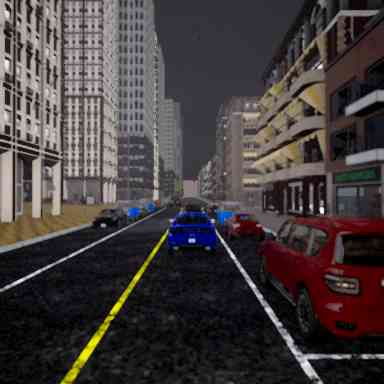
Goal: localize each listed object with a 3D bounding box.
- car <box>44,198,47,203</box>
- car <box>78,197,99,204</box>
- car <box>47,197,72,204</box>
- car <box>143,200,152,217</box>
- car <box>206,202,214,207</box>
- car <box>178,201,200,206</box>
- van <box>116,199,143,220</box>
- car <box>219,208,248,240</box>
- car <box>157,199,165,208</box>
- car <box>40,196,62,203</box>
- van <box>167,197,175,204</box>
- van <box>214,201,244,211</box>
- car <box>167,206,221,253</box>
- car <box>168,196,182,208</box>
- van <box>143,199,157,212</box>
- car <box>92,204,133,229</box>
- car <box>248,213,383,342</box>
[{"bbox_3d":[-32.265,1.389,68.168,5.009,1.841,2.192,1,-2,0],"label":"car"},{"bbox_3d":[-21.119,1.729,68.185,4.097,1.590,1.967,1,-2,0],"label":"car"},{"bbox_3d":[-26.696,1.763,68.170,4.206,1.307,1.802,1,-2,0],"label":"car"},{"bbox_3d":[-5.684,1.881,34.802,2.008,1.369,4.403,0,-1,0],"label":"car"},{"bbox_3d":[2.697,1.937,40.449,2.008,1.369,4.403,0,-1,0],"label":"car"},{"bbox_3d":[0.010,1.785,29.299,1.837,1.490,4.892,0,0,0],"label":"car"},{"bbox_3d":[-5.686,1.617,29.156,1.690,1.788,3.998,0,-1,0],"label":"van"},{"bbox_3d":[2.693,1.750,17.855,1.802,1.307,4.206,0,-1,0],"label":"car"},{"bbox_3d":[-5.681,1.993,57.397,1.967,1.590,4.097,0,-1,0],"label":"car"},{"bbox_3d":[-32.349,1.725,76.540,4.206,1.307,1.802,1,-2,0],"label":"car"},{"bbox_3d":[-5.674,2.224,89.871,1.690,1.788,3.998,0,-1,0],"label":"van"},{"bbox_3d":[2.694,1.563,23.506,1.690,1.788,3.998,0,-1,0],"label":"van"},{"bbox_3d":[0.008,1.614,14.467,1.882,1.535,5.008,0,0,0],"label":"car"},{"bbox_3d":[-2.989,1.792,60.695,2.150,2.045,5.566,0,-1,0],"label":"car"},{"bbox_3d":[-5.683,1.727,40.453,1.690,1.788,3.998,0,-1,0],"label":"van"},{"bbox_3d":[-5.686,1.788,23.506,1.947,1.339,4.313,0,-1,0],"label":"car"},{"bbox_3d":[2.691,1.377,6.561,2.192,1.841,5.009,0,-1,0],"label":"car"}]
